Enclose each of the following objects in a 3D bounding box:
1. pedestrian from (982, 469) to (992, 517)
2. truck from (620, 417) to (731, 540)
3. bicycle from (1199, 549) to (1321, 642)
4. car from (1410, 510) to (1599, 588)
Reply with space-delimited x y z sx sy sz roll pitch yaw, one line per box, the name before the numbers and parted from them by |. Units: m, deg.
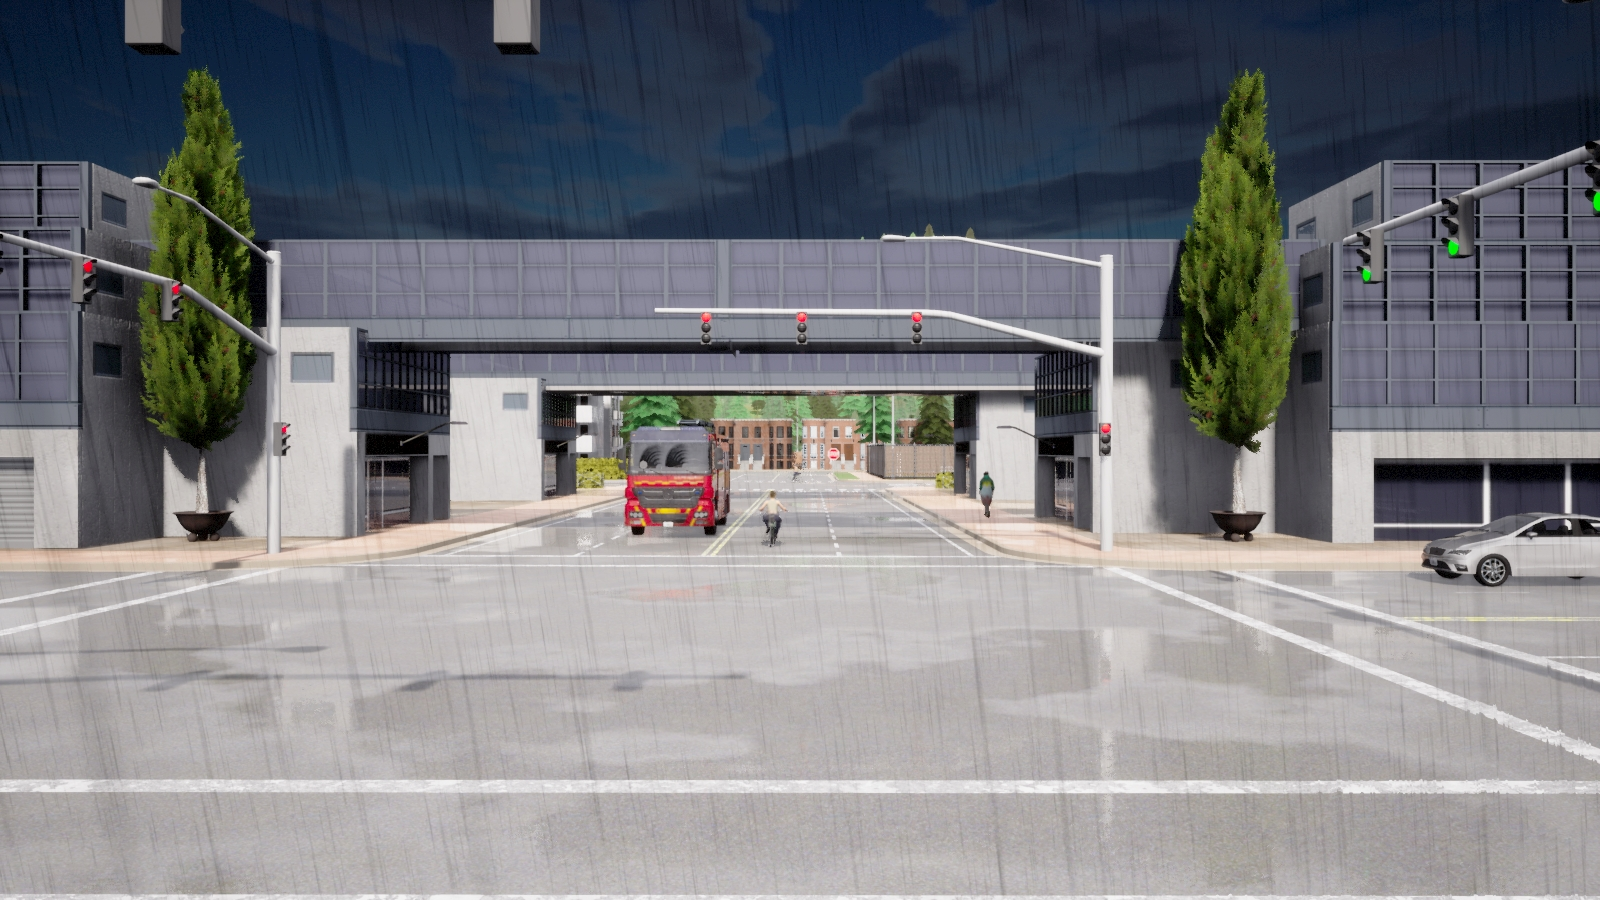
pedestrian | 7.394 1.698 45.167 0.375 1.860 0.375 0 0 2
truck | -4.133 0.890 39.814 2.891 3.827 8.468 0 0 0
bicycle | 6.874 2.158 17.115 1.487 1.276 0.859 0 0 1
car | 15.490 2.066 24.189 4.193 1.474 1.816 0 0 0
